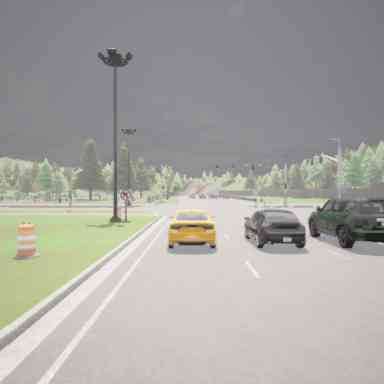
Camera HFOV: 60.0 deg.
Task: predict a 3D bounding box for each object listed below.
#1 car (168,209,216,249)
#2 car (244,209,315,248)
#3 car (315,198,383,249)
[{"bbox_3d":[0.000,1.482,14.650,1.882,1.535,5.008,0,0,0],"label":"car"},{"bbox_3d":[3.500,1.514,14.650,1.837,1.490,4.892,0,0,0],"label":"car"},{"bbox_3d":[7.000,1.255,14.680,2.150,2.045,5.566,0,0,0],"label":"car"}]
